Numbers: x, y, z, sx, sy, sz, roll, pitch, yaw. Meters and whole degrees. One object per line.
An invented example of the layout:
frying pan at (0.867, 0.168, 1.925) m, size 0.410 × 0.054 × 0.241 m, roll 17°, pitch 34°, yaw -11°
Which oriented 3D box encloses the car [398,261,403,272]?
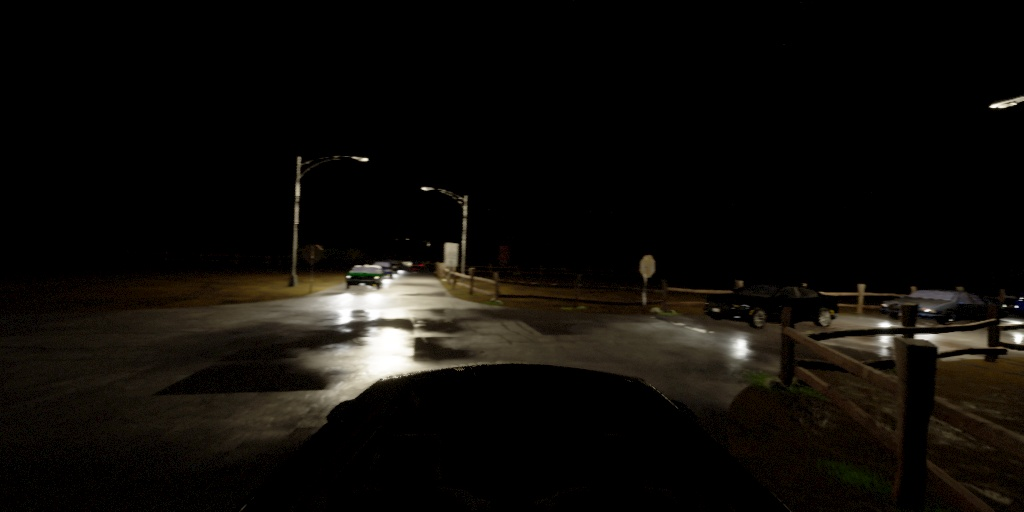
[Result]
car at (-13.833, 1.139, 40.717) m, size 2.128 × 1.511 × 4.902 m, roll 2°, pitch -1°, yaw -15°

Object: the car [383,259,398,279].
car at (-11.293, 1.203, 31.091) m, size 1.994 × 1.385 × 4.181 m, roll 2°, pitch -1°, yaw -15°

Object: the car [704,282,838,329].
car at (9.566, 1.725, 13.296) m, size 5.008 × 1.535 × 1.882 m, roll 2°, pitch 0°, yaw -16°

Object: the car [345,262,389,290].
car at (-8.747, 1.233, 21.619) m, size 1.895 × 1.301 × 4.718 m, roll 3°, pitch -1°, yaw -17°

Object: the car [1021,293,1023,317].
car at (29.070, 2.303, 18.520) m, size 5.566 × 2.045 × 2.150 m, roll 2°, pitch 0°, yaw -15°

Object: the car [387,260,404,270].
car at (-16.334, 1.259, 50.345) m, size 1.895 × 1.301 × 4.718 m, roll 2°, pitch -1°, yaw -14°

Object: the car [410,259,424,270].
car at (-14.020, 1.327, 52.885) m, size 2.033 × 1.411 × 5.357 m, roll 2°, pitch -1°, yaw -16°

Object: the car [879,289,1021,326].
car at (19.179, 2.203, 15.900) m, size 5.357 × 1.411 × 2.033 m, roll 2°, pitch 0°, yaw -15°
